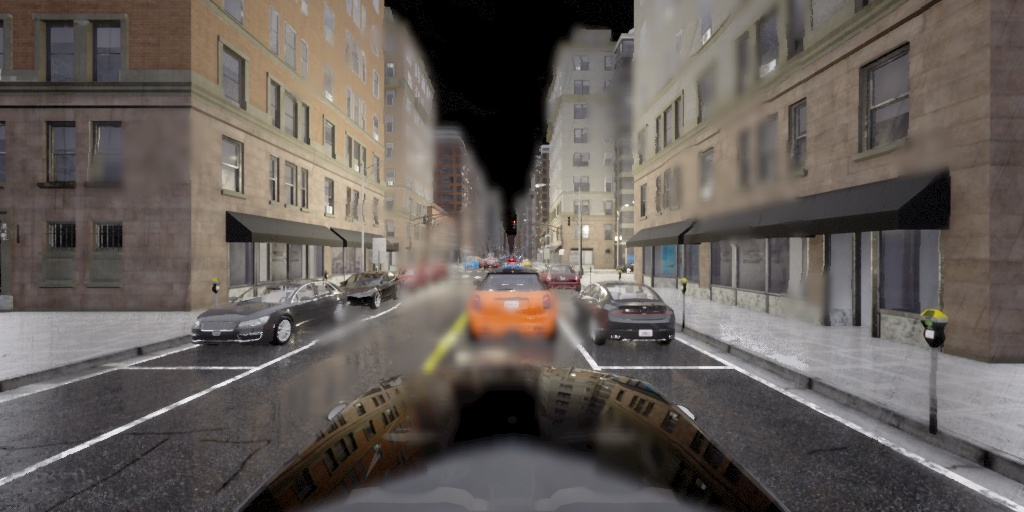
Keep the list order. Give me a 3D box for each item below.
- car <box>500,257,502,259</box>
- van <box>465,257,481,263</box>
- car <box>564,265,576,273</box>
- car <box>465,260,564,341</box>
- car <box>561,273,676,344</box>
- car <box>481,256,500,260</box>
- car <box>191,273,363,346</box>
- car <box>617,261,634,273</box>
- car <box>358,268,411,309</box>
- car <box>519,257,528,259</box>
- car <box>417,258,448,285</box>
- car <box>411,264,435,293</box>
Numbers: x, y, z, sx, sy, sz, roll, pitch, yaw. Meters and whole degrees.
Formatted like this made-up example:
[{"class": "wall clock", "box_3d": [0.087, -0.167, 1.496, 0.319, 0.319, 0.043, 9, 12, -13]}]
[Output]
[{"class": "car", "box_3d": [-3.109, 1.261, 62.745, 1.812, 1.442, 4.674, 0, 0, 0]}, {"class": "van", "box_3d": [-5.892, 1.079, 52.818, 1.690, 1.789, 3.998, 0, 0, 0]}, {"class": "car", "box_3d": [2.657, 1.187, 20.378, 1.967, 1.591, 4.097, 0, 0, 0]}, {"class": "car", "box_3d": [0.014, 1.101, 9.987, 2.097, 1.767, 4.553, 0, 0, 0]}, {"class": "car", "box_3d": [2.665, 1.300, 9.328, 2.007, 1.370, 4.403, 0, 0, 0]}, {"class": "car", "box_3d": [-3.121, 1.216, 53.402, 1.882, 1.535, 5.008, 0, 0, 0]}, {"class": "car", "box_3d": [-5.861, 1.300, 9.299, 2.007, 1.370, 4.403, 0, 0, 0]}, {"class": "car", "box_3d": [14.539, 1.238, 41.011, 4.892, 1.490, 1.837, 0, 0, 1]}, {"class": "car", "box_3d": [-5.865, 1.314, 14.823, 1.948, 1.339, 4.313, 0, 0, 0]}, {"class": "car", "box_3d": [2.626, 1.260, 64.209, 1.751, 1.417, 4.829, 0, 0, 0]}, {"class": "car", "box_3d": [-5.873, 1.061, 25.870, 2.192, 1.841, 5.009, 0, 0, 0]}, {"class": "car", "box_3d": [-5.869, 1.330, 20.347, 1.802, 1.307, 4.207, 0, 0, 0]}]
